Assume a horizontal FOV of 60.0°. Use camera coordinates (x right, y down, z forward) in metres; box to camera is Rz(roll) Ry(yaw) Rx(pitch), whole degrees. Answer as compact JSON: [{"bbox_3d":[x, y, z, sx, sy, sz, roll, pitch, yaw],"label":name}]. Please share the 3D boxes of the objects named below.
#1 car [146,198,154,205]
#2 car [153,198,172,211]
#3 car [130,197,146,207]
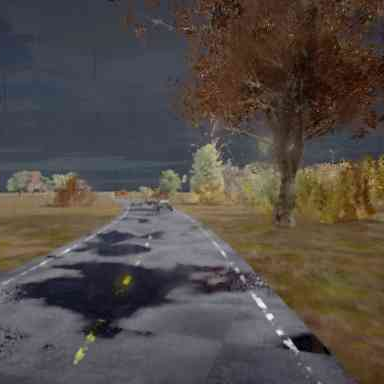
[{"bbox_3d":[-7.867,1.784,63.264,1.895,1.301,4.718,0,0,-14],"label":"car"},{"bbox_3d":[-3.658,1.641,43.026,1.812,1.442,4.674,0,0,-9],"label":"car"},{"bbox_3d":[-9.111,1.665,54.689,1.837,1.490,4.892,0,0,-12],"label":"car"}]
